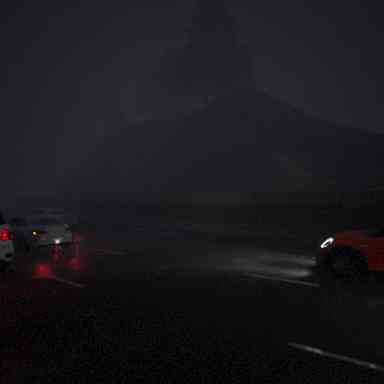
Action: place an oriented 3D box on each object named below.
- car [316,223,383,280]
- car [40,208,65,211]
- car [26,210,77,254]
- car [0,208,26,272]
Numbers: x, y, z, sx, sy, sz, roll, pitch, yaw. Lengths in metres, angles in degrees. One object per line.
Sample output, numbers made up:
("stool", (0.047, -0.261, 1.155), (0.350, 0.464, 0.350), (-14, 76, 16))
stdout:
("car", (5.679, 1.378, 8.653), (4.553, 1.767, 2.097), (-1, -1, 35))
("car", (-9.009, 1.750, 21.097), (4.674, 1.442, 1.812), (-1, -1, 44))
("car", (-6.911, 1.683, 14.326), (4.674, 1.442, 1.812), (-1, -1, 41))
("car", (-7.441, 1.350, 10.103), (5.566, 2.045, 2.150), (-1, 0, 41))
